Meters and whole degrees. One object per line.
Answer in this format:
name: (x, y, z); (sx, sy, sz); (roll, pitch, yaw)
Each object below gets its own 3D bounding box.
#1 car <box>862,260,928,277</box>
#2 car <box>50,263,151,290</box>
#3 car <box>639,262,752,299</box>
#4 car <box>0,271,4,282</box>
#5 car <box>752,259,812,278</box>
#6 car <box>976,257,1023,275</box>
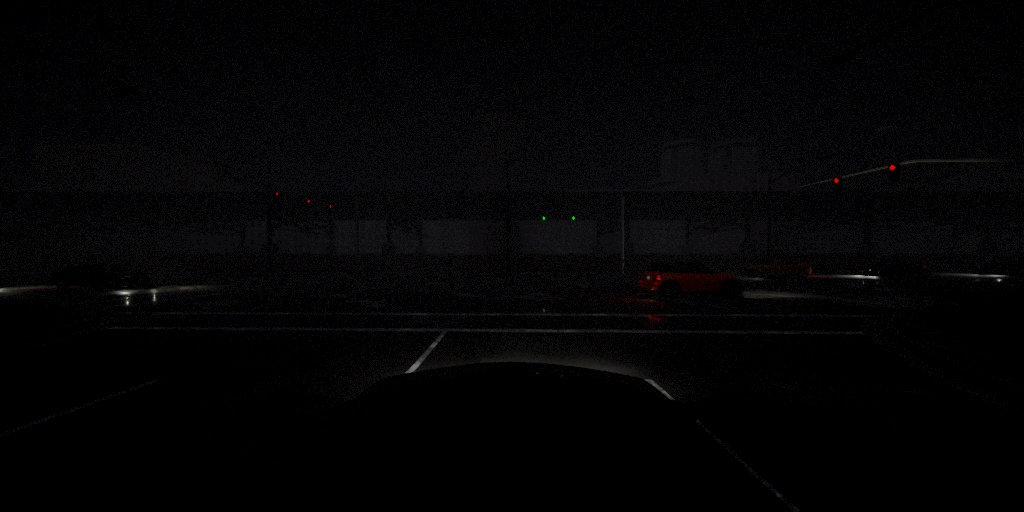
car: (33.192, 1.040, 31.192); (4.181, 1.385, 1.994); (-1, 0, 1)
car: (-25.192, 1.218, 22.064); (5.008, 1.535, 1.882); (0, 0, 2)
car: (8.714, 1.058, 17.516); (4.553, 1.767, 2.097); (0, 0, -6)
car: (-35.524, 0.963, 22.386); (5.566, 2.045, 2.150); (0, 0, 2)
car: (23.283, 1.075, 31.460); (5.008, 1.535, 1.882); (-1, 0, 2)
car: (43.195, 0.839, 30.911); (4.674, 1.442, 1.812); (-1, 0, 2)
